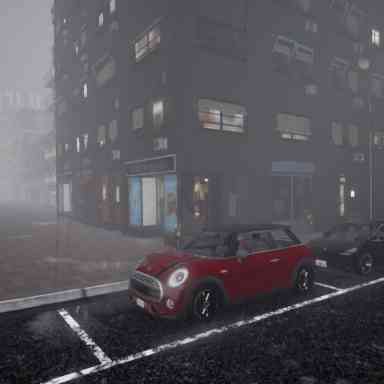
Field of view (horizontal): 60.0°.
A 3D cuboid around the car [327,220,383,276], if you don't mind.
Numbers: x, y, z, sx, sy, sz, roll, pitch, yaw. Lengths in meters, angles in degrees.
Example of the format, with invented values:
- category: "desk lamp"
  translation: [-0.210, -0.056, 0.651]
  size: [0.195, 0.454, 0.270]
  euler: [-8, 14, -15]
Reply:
- category: "car"
  translation: [5.280, 1.563, 10.300]
  size: [4.313, 1.339, 1.947]
  euler: [0, -1, -35]

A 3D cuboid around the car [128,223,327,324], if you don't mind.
- category: "car"
  translation: [0.709, 1.439, 7.063]
  size: [4.097, 1.590, 1.967]
  euler: [0, -1, -35]
